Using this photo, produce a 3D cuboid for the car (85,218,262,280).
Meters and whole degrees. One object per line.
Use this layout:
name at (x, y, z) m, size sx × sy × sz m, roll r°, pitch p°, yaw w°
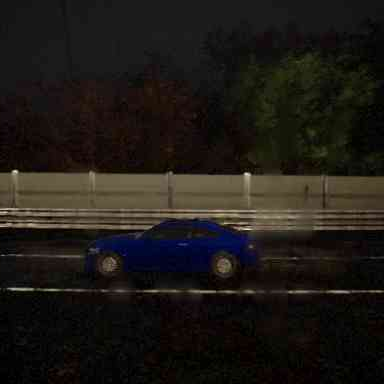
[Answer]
car at (-0.482, 1.455, 9.047) m, size 4.674 × 1.442 × 1.812 m, roll 0°, pitch 1°, yaw 1°
